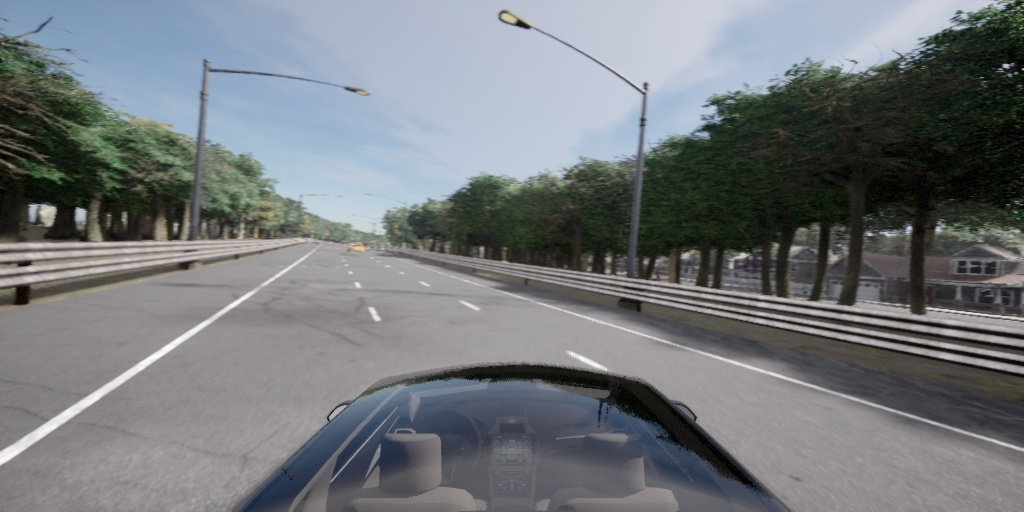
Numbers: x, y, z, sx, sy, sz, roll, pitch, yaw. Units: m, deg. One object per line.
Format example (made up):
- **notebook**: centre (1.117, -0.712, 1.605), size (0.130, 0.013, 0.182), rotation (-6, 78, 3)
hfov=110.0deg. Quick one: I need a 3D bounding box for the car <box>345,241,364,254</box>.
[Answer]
- **car**: centre (-21.727, -1.222, 49.797), size (1.882, 1.535, 5.008), rotation (5, 1, -27)
